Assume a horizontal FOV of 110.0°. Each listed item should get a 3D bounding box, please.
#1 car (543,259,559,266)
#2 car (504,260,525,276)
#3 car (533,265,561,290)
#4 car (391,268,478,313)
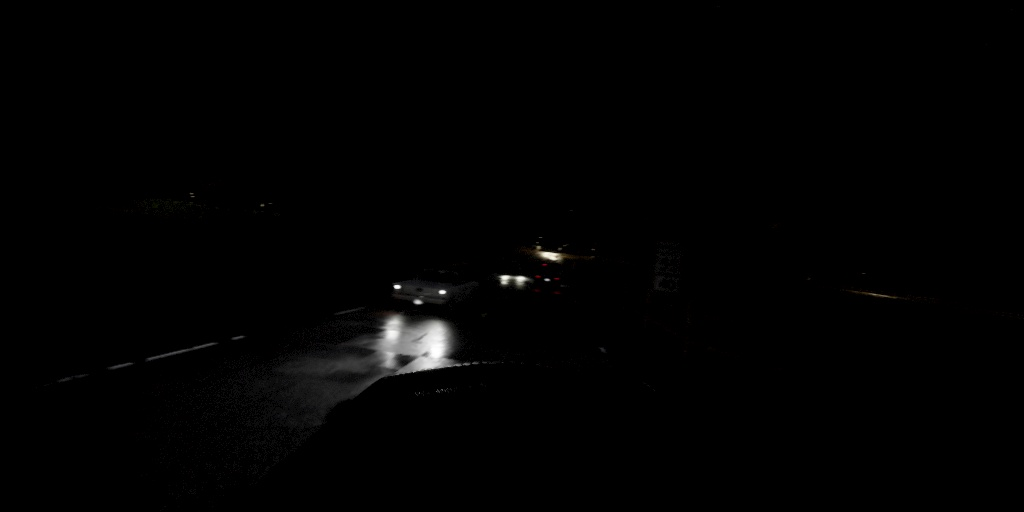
[{"bbox_3d":[5.533,1.273,51.223,2.097,1.767,4.553,6,1,7],"label":"car"},{"bbox_3d":[0.370,1.175,38.404,1.882,1.535,5.008,6,1,7],"label":"car"},{"bbox_3d":[2.711,1.662,27.164,1.994,1.385,4.181,6,0,7],"label":"car"},{"bbox_3d":[-2.606,1.143,13.148,1.895,1.301,4.718,6,0,7],"label":"car"}]
